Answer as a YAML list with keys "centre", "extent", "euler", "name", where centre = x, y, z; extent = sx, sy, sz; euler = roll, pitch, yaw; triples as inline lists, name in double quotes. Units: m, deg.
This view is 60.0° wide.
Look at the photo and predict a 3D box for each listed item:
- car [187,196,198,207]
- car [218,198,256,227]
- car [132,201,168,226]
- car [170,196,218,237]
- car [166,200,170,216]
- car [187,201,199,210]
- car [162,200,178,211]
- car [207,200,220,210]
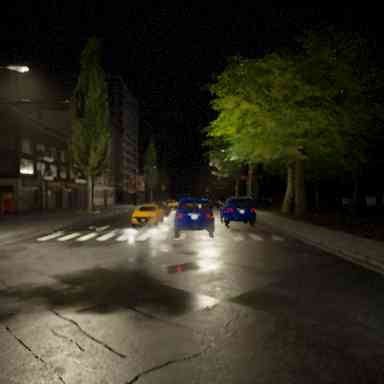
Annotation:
- centre: [0.074, 1.884, 66.092]
  extent: [2.150, 2.045, 5.566]
  euler: [0, -1, 0]
  name: "car"
- centre: [3.378, 1.447, 25.077]
  extent: [2.150, 2.045, 5.566]
  euler: [0, -1, 0]
  name: "car"
- centre: [-3.297, 1.709, 25.652]
  extent: [1.882, 1.535, 5.008]
  euler: [0, -1, 3]
  name: "car"
- centre: [0.122, 1.397, 19.420]
  extent: [2.150, 2.045, 5.566]
  euler: [0, -1, 0]
  name: "car"
- centre: [-3.283, 1.873, 35.545]
  extent: [2.033, 1.411, 5.357]
  euler: [0, -1, 1]
  name: "car"
- centre: [0.157, 2.101, 52.258]
  extent: [1.895, 1.301, 4.718]
  euler: [0, -1, 0]
  name: "car"
- centre: [-3.225, 1.946, 49.350]
  extent: [1.882, 1.535, 5.008]
  euler: [0, -1, 1]
  name: "car"
- centre: [3.409, 2.019, 53.489]
  extent: [1.837, 1.490, 4.892]
  euler: [0, -1, 0]
  name: "car"
